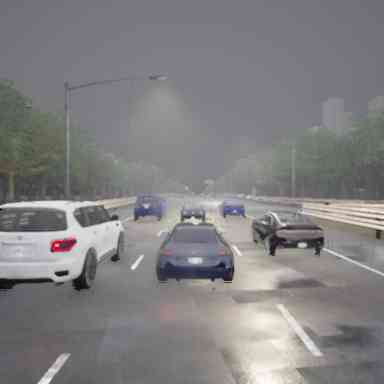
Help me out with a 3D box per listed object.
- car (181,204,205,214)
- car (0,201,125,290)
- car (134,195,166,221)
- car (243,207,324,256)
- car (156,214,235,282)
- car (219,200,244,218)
[{"bbox_3d":[0.082,1.596,26.931,1.895,1.301,4.718,0,0,0],"label":"car"},{"bbox_3d":[-3.419,1.239,9.283,2.150,2.045,5.566,0,0,0],"label":"car"},{"bbox_3d":[-3.418,1.215,27.673,2.150,2.045,5.566,0,0,0],"label":"car"},{"bbox_3d":[3.585,1.509,13.212,2.128,1.511,4.902,0,0,0],"label":"car"},{"bbox_3d":[0.081,1.581,9.824,1.994,1.385,4.181,0,0,0],"label":"car"},{"bbox_3d":[3.581,1.460,30.146,1.882,1.535,5.008,0,0,0],"label":"car"}]
